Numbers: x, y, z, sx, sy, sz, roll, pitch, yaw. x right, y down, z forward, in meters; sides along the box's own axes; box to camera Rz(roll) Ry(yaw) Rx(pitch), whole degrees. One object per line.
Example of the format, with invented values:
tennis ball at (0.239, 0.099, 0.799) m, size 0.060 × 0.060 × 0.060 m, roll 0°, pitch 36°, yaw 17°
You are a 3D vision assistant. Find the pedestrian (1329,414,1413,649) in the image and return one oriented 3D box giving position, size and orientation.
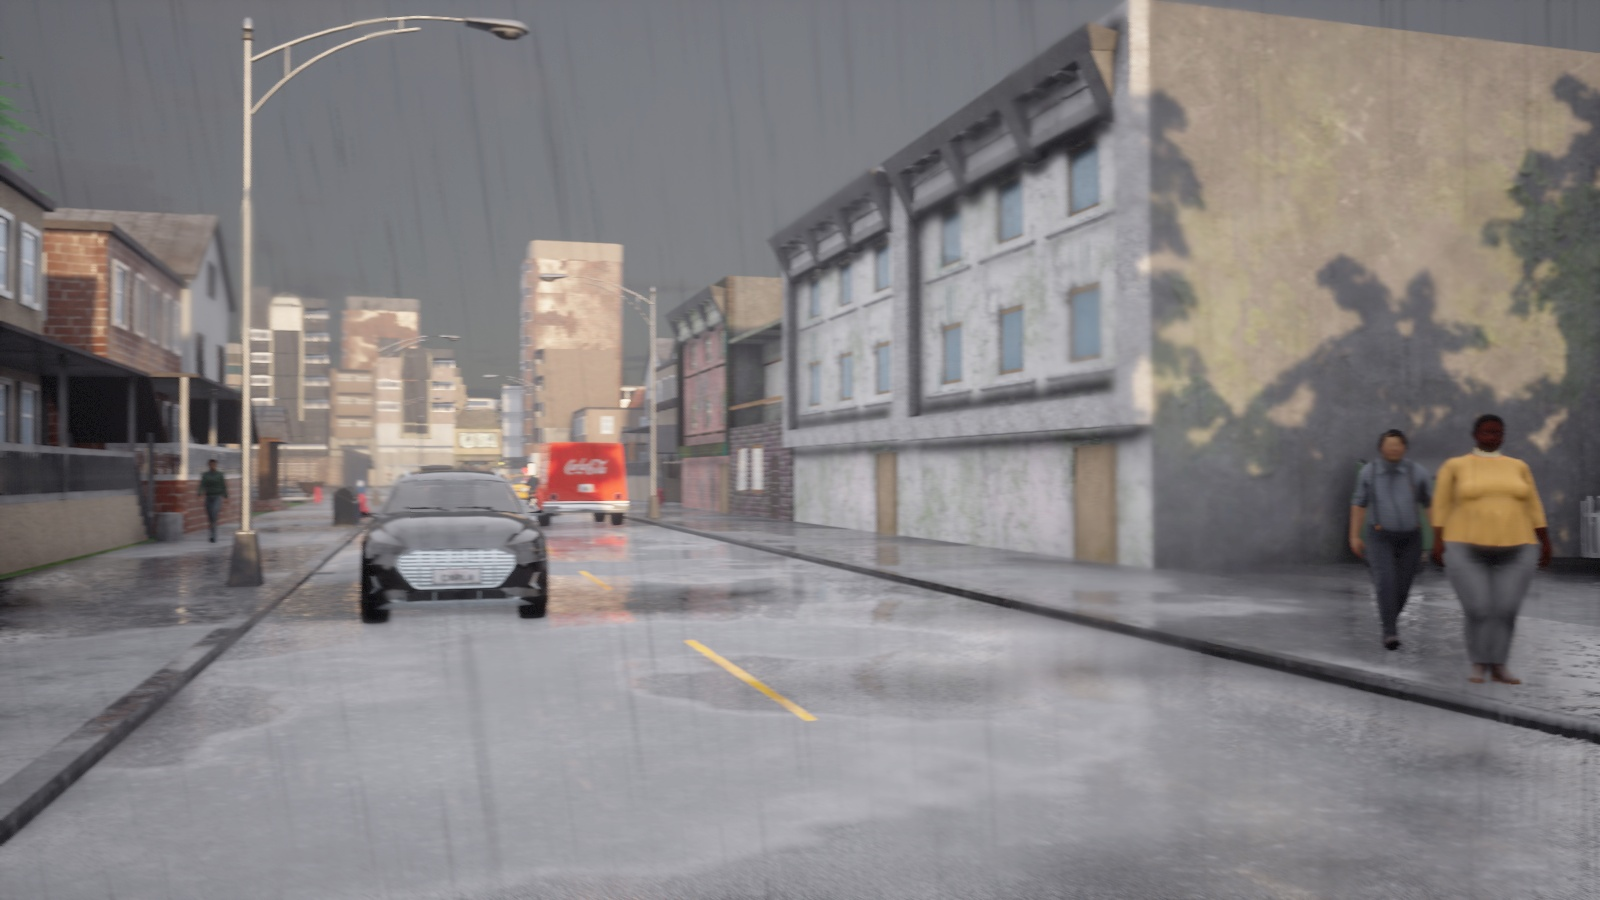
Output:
pedestrian at (4.666, 0.649, 10.300) m, size 0.540 × 1.848 × 0.694 m, roll -1°, pitch -1°, yaw 20°

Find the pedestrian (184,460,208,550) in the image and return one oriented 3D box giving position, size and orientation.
pedestrian at (-12.613, 1.133, 26.228) m, size 0.353 × 1.847 × 0.614 m, roll 0°, pitch -1°, yaw -18°

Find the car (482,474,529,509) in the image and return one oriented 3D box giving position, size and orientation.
car at (-14.432, 1.997, 61.432) m, size 1.801 × 1.575 × 5.366 m, roll 0°, pitch -1°, yaw -18°

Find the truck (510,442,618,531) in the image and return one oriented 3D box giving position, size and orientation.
truck at (-7.250, 1.079, 38.080) m, size 2.627 × 2.467 × 5.204 m, roll 0°, pitch -1°, yaw -17°

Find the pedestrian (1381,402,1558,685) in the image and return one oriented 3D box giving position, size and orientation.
pedestrian at (4.631, 0.623, 8.763) m, size 0.874 × 1.855 × 0.900 m, roll -1°, pitch -1°, yaw 15°

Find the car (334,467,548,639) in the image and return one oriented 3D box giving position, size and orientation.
car at (-4.264, 1.055, 14.817) m, size 2.033 × 1.649 × 4.856 m, roll 0°, pitch -1°, yaw -17°

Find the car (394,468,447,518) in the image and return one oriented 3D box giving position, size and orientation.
car at (-14.983, 1.655, 49.602) m, size 1.905 × 1.878 × 3.866 m, roll 0°, pitch -1°, yaw -17°
